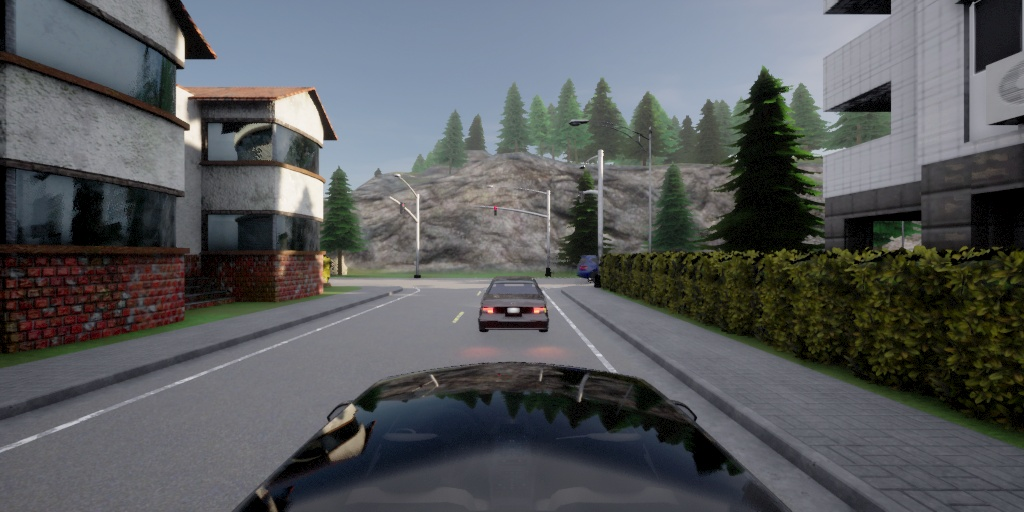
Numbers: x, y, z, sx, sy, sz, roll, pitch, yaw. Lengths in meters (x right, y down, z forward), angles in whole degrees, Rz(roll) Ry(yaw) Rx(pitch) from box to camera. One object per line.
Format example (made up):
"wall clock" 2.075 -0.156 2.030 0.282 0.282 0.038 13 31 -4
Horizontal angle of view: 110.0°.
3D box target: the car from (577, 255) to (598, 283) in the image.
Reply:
"car" 7.644 0.971 26.649 5.566 2.045 2.150 0 0 1

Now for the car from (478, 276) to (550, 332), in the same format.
"car" 0.055 1.297 10.768 2.033 1.411 5.357 0 0 1
